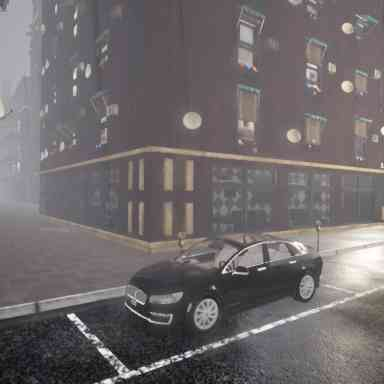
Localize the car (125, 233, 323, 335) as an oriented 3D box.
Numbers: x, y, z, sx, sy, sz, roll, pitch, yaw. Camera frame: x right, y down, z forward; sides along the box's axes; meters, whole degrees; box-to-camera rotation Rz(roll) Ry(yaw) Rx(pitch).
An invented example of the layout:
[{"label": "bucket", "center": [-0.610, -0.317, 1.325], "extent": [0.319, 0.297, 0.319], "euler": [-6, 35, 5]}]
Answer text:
[{"label": "car", "center": [0.840, 1.552, 6.650], "extent": [4.403, 1.369, 2.008], "euler": [0, 1, -36]}]
